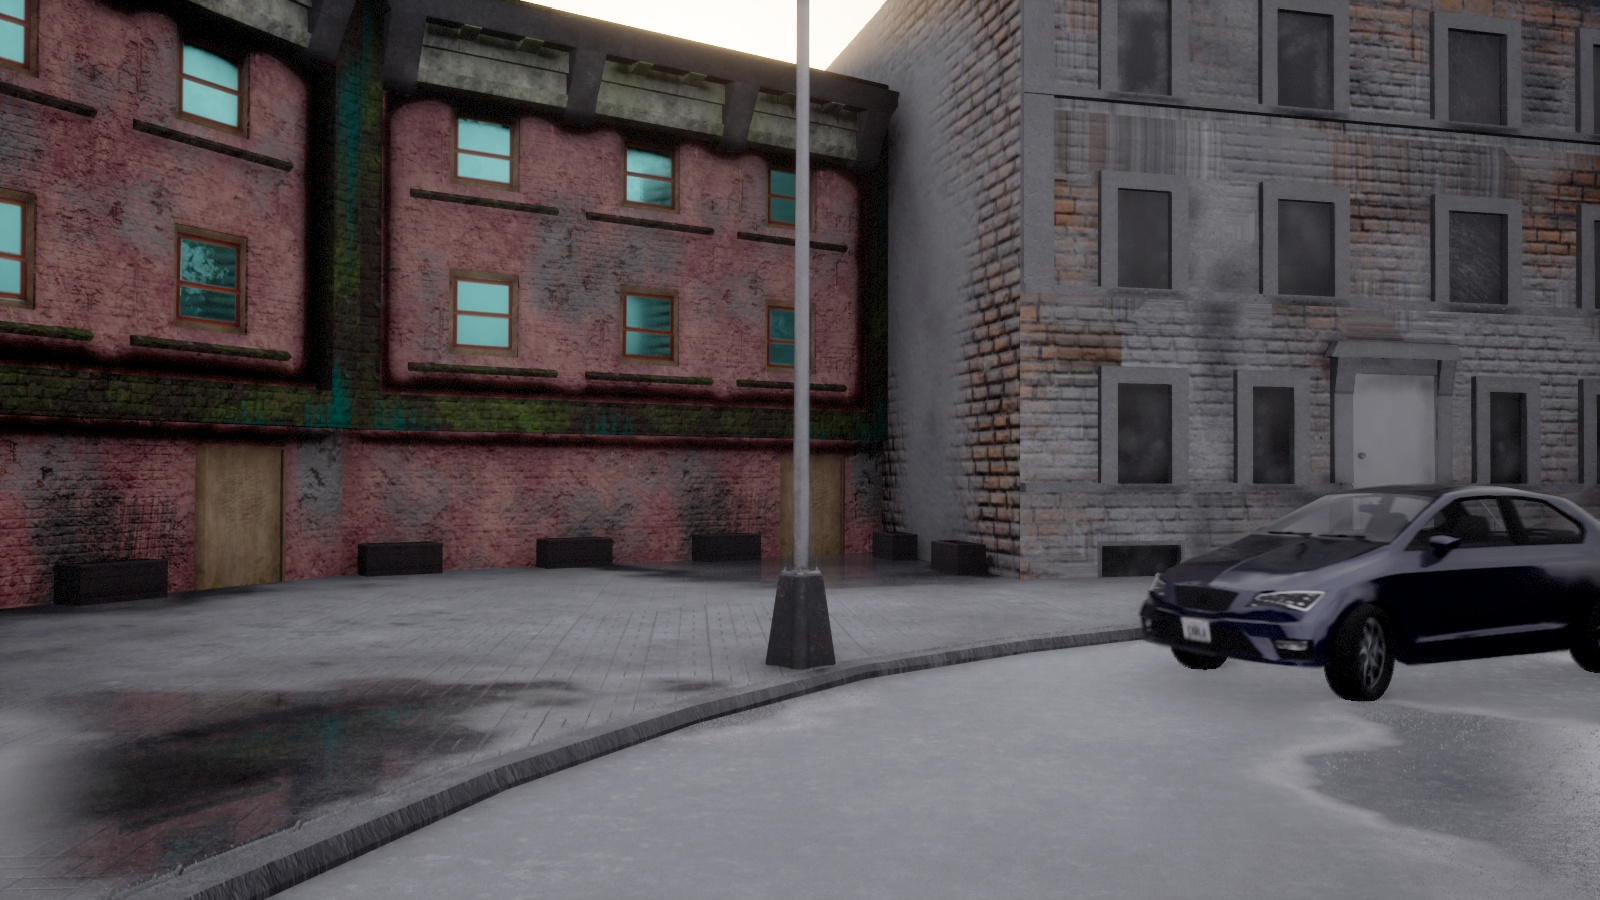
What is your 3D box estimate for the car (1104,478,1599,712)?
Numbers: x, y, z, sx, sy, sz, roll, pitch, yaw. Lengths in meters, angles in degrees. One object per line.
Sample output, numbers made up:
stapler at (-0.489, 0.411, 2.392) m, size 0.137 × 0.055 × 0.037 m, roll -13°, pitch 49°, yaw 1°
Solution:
car at (4.640, 0.972, 9.842) m, size 4.193 × 1.474 × 1.816 m, roll 0°, pitch -1°, yaw -27°
